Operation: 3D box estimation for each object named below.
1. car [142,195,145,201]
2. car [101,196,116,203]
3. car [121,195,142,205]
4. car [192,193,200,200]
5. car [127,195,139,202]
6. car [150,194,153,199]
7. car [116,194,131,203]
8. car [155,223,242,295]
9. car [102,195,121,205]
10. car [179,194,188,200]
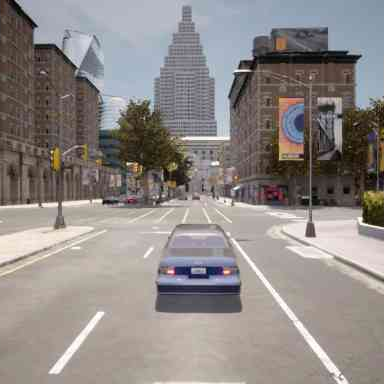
[{"bbox_3d":[-10.658,1.500,69.556,1.837,1.490,4.892,0,0,1],"label":"car"},{"bbox_3d":[-17.406,1.595,69.730,1.895,1.301,4.718,0,0,1],"label":"car"},{"bbox_3d":[-10.848,1.478,59.760,1.882,1.535,5.008,0,0,1],"label":"car"},{"bbox_3d":[1.095,1.350,89.921,2.097,1.767,4.553,0,0,1],"label":"car"},{"bbox_3d":[-14.044,1.478,78.783,1.882,1.535,5.008,0,0,1],"label":"car"},{"bbox_3d":[-10.534,1.355,79.545,2.097,1.767,4.553,0,0,1],"label":"car"},{"bbox_3d":[-14.169,1.355,68.684,2.097,1.767,4.553,0,0,1],"label":"car"},{"bbox_3d":[0.169,1.547,8.841,2.033,1.411,5.357,0,0,1],"label":"car"},{"bbox_3d":[-14.367,1.601,58.578,1.895,1.301,4.718,0,0,1],"label":"car"},{"bbox_3d":[-2.410,1.540,89.562,2.033,1.411,5.357,0,0,1],"label":"car"}]
